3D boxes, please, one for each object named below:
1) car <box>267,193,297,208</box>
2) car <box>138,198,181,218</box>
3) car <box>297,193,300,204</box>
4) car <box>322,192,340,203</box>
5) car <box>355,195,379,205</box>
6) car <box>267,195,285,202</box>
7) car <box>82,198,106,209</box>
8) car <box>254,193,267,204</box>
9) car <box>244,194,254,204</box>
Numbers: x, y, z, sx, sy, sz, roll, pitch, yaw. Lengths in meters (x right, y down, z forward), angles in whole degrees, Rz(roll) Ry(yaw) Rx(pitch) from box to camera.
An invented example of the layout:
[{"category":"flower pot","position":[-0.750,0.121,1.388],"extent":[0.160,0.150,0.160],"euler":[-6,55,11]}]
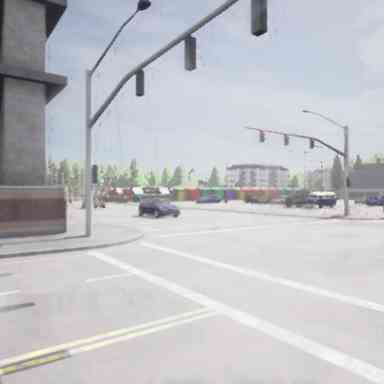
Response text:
[{"category":"car","position":[14.686,1.410,54.308],"extent":[3.806,1.475,1.970],"euler":[0,0,-35]},{"category":"car","position":[-2.927,1.302,29.307],"extent":[2.097,1.767,4.553],"euler":[0,0,-36]},{"category":"car","position":[20.507,1.173,72.066],"extent":[4.605,1.855,1.932],"euler":[0,0,-35]},{"category":"car","position":[34.794,1.181,82.207],"extent":[3.866,1.878,1.905],"euler":[0,0,-35]},{"category":"car","position":[30.345,1.415,58.327],"extent":[3.806,1.475,1.970],"euler":[0,0,-35]},{"category":"car","position":[18.885,1.383,74.467],"extent":[3.905,1.438,1.784],"euler":[0,0,-35]},{"category":"car","position":[-12.667,1.513,42.875],"extent":[1.994,1.385,4.181],"euler":[0,0,-36]},{"category":"car","position":[13.014,1.378,56.671],"extent":[3.905,1.438,1.784],"euler":[0,0,-35]},{"category":"car","position":[11.422,1.168,58.832],"extent":[4.605,1.855,1.932],"euler":[0,0,-35]}]
